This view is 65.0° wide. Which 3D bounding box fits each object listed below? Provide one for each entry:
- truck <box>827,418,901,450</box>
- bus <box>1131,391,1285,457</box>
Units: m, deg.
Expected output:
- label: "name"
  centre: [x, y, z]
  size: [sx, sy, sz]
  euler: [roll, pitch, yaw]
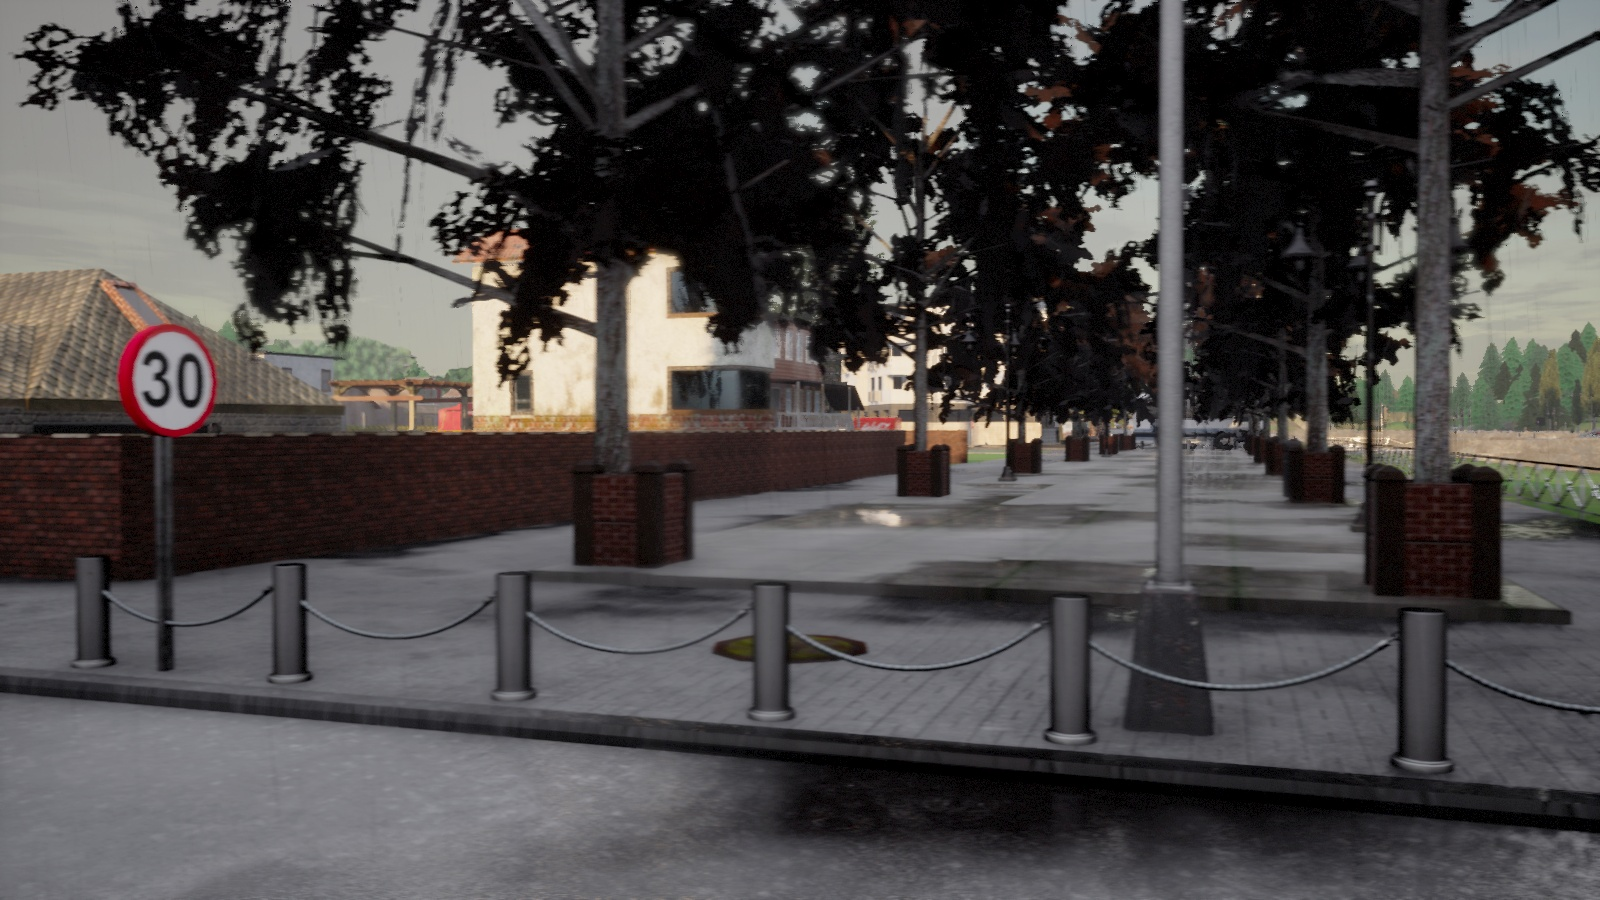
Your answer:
- label: "truck"
  centre: [4.985, -1.267, 97.440]
  size: [5.204, 2.467, 2.627]
  euler: [1, 1, 19]
- label: "bus"
  centre: [28.241, -1.849, 87.514]
  size: [3.944, 4.253, 10.273]
  euler: [-2, 2, -29]
